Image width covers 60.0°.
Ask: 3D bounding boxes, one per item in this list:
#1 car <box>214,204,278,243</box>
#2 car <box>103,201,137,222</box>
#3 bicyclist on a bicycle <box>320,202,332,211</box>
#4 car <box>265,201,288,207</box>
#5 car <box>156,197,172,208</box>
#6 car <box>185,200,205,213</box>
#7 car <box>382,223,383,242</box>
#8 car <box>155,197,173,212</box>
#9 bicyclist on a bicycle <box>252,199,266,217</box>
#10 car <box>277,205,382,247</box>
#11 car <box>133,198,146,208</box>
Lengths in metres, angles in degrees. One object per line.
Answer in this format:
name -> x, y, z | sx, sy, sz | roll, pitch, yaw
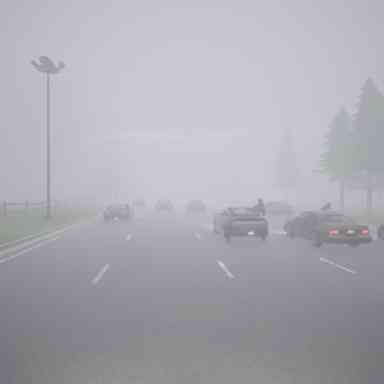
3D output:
car -> 2.232, 1.490, 16.200 | 2.128, 1.511, 4.902 | 0, 0, -5
car -> -5.670, 1.600, 26.253 | 1.895, 1.301, 4.718 | 0, 0, -5
bicyclist on a bicycle -> 8.477, 1.457, 20.874 | 1.656, 1.620, 0.582 | 3, -1, -28
car -> 7.913, 1.547, 31.571 | 2.033, 1.411, 5.357 | 0, 0, -5
car -> -4.099, 1.491, 48.103 | 2.128, 1.511, 4.902 | 0, 0, -6
car -> 0.332, 1.564, 37.818 | 1.994, 1.385, 4.181 | 0, 0, -5
car -> 9.480, 1.526, 13.261 | 1.812, 1.442, 4.674 | 0, 0, -4
car -> -3.203, 1.601, 38.048 | 1.895, 1.301, 4.718 | 0, 0, -5
bicyclist on a bicycle -> 3.619, 1.217, 18.219 | 0.582, 1.620, 1.656 | 6, -18, 45
car -> 5.816, 1.547, 14.999 | 2.033, 1.411, 5.357 | 0, 0, -3
car -> -7.585, 1.526, 47.784 | 1.812, 1.442, 4.674 | 0, 0, -5
